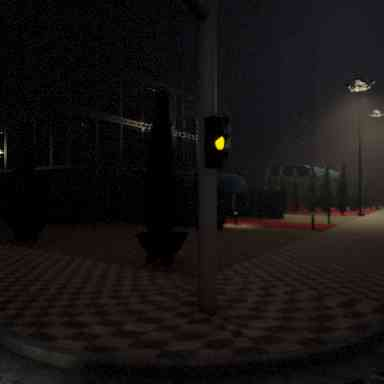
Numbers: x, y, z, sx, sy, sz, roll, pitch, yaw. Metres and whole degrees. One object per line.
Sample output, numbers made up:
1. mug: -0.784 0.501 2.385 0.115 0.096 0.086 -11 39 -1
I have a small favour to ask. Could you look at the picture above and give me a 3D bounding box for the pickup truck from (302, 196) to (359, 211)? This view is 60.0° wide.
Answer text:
1. pickup truck: 14.969 1.060 35.726 6.274 2.098 2.390 0 0 -24
